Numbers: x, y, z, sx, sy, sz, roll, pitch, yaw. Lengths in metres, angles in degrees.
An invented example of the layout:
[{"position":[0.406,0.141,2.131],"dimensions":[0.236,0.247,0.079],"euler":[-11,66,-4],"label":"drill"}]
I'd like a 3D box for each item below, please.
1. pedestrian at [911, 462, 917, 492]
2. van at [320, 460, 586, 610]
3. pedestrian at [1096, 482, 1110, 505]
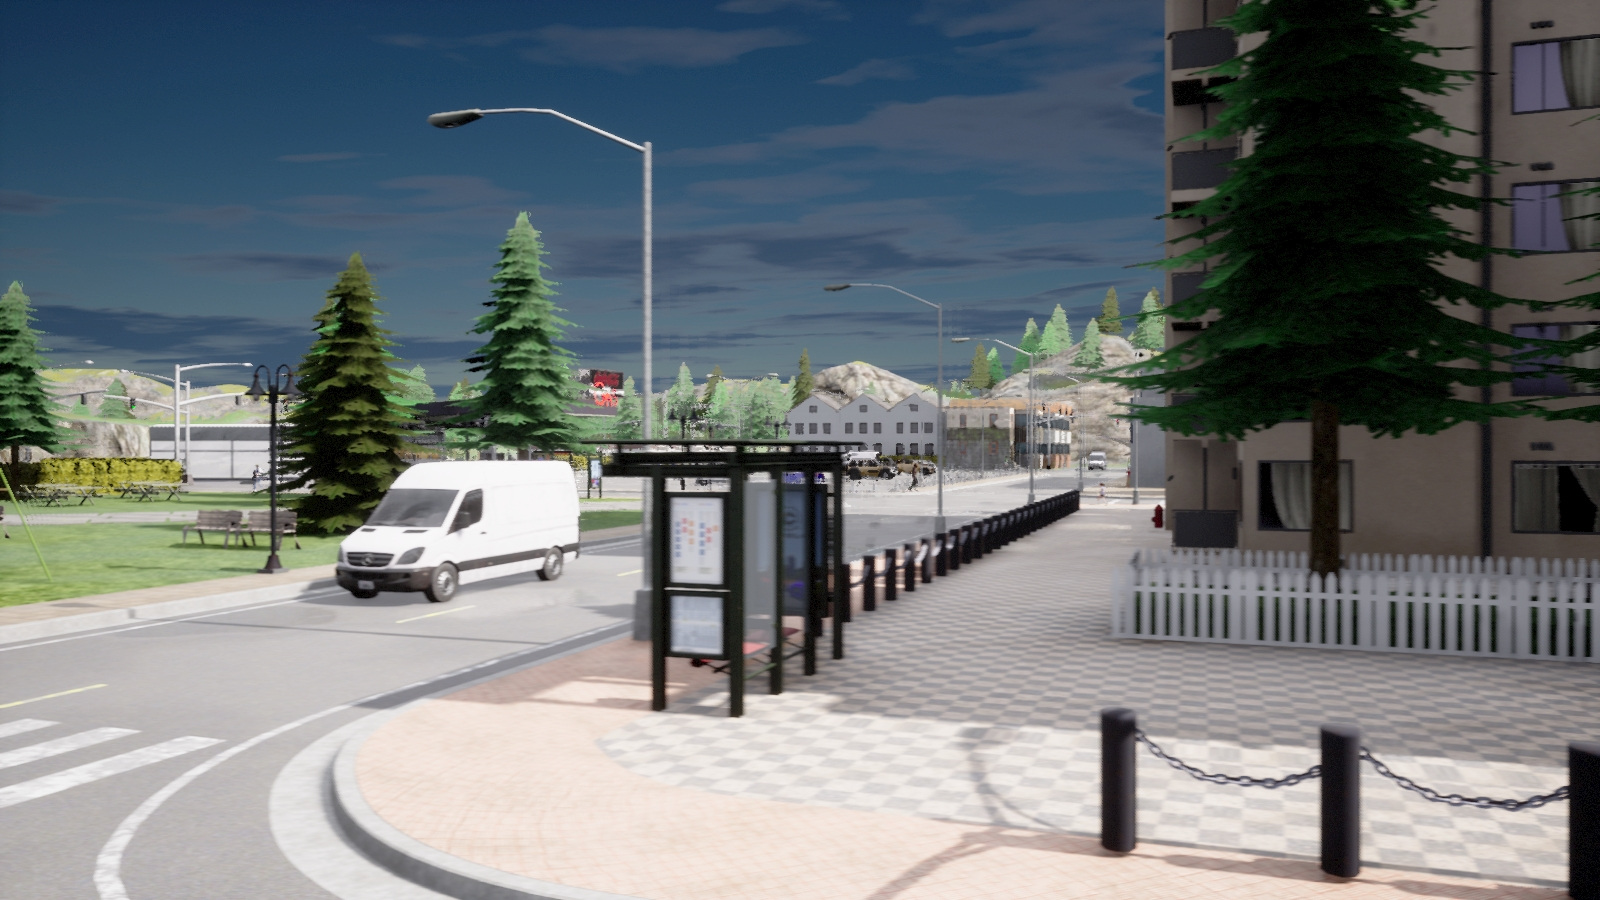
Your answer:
[{"position":[7.147,1.697,71.679],"dimensions":[0.375,1.860,0.375],"euler":[0,0,2],"label":"pedestrian"},{"position":[-6.717,1.517,23.064],"dimensions":[1.988,2.561,5.915],"euler":[0,0,20],"label":"van"},{"position":[14.397,2.065,54.307],"dimensions":[0.500,1.100,0.500],"euler":[0,0,32],"label":"pedestrian"}]
